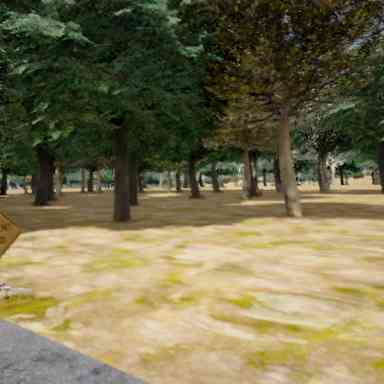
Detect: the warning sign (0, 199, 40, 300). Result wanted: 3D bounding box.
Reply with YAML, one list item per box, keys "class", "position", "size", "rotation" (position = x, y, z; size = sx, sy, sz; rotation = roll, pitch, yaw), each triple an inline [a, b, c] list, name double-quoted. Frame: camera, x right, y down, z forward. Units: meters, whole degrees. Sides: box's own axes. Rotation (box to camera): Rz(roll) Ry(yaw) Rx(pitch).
- class: "warning sign"
  position: [-4.011, 1.119, 6.674]
  size: [1.060, 1.860, 1.300]
  rotation: [-3, 1, 35]
